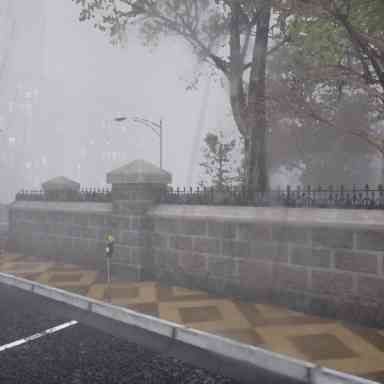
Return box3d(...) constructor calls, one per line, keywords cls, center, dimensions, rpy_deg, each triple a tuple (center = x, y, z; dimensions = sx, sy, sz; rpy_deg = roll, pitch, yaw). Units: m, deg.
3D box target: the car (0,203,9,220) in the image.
box3d(cls="car", center=(-16.401, 1.694, 27.438), dimensions=(1.837, 1.490, 4.892), rpy_deg=(0, -1, 35))
